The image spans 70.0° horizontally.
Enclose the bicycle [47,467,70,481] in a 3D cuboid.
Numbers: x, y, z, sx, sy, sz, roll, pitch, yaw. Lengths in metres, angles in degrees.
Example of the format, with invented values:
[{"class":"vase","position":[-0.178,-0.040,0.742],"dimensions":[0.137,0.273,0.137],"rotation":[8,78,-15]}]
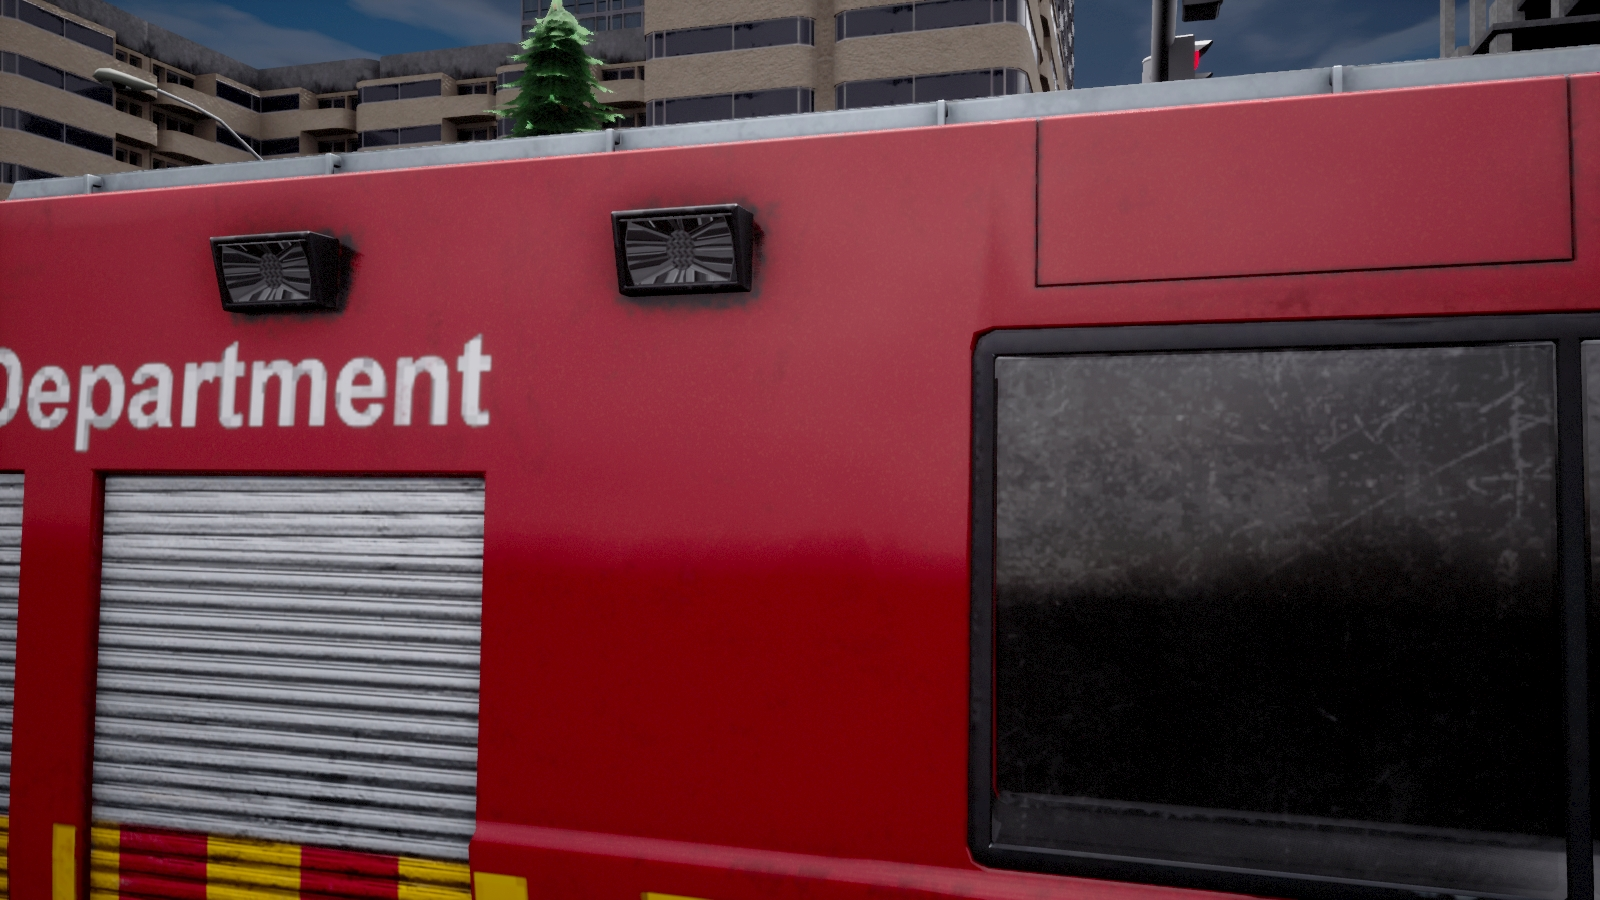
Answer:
[{"class":"bicycle","position":[-65.142,2.102,100.377],"dimensions":[1.487,1.276,0.859],"rotation":[0,0,15]}]

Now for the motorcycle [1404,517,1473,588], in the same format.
[{"class":"motorcycle","position":[13.616,2.155,24.431],"dimensions":[0.764,1.307,2.356],"rotation":[0,0,16]}]
